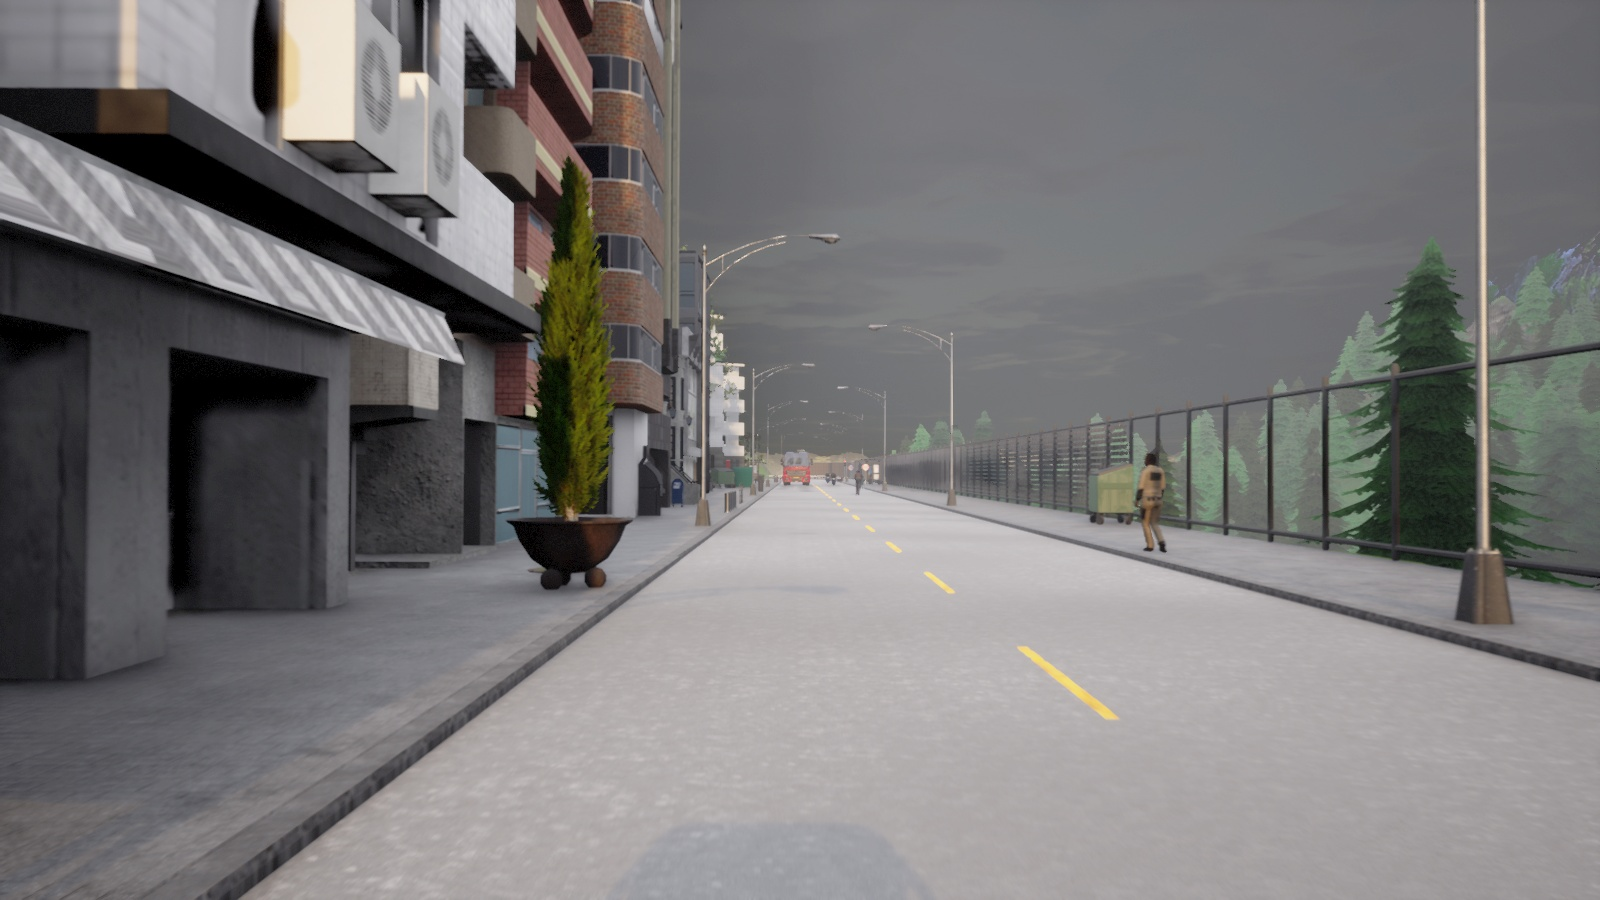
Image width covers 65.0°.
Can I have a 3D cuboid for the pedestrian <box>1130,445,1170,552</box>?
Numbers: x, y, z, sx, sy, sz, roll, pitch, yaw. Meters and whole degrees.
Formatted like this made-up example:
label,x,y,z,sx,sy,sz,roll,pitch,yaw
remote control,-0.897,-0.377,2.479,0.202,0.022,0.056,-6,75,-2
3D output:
label,x,y,z,sx,sy,sz,roll,pitch,yaw
pedestrian,6.428,0.885,23.060,0.396,1.930,0.692,0,-1,-15
